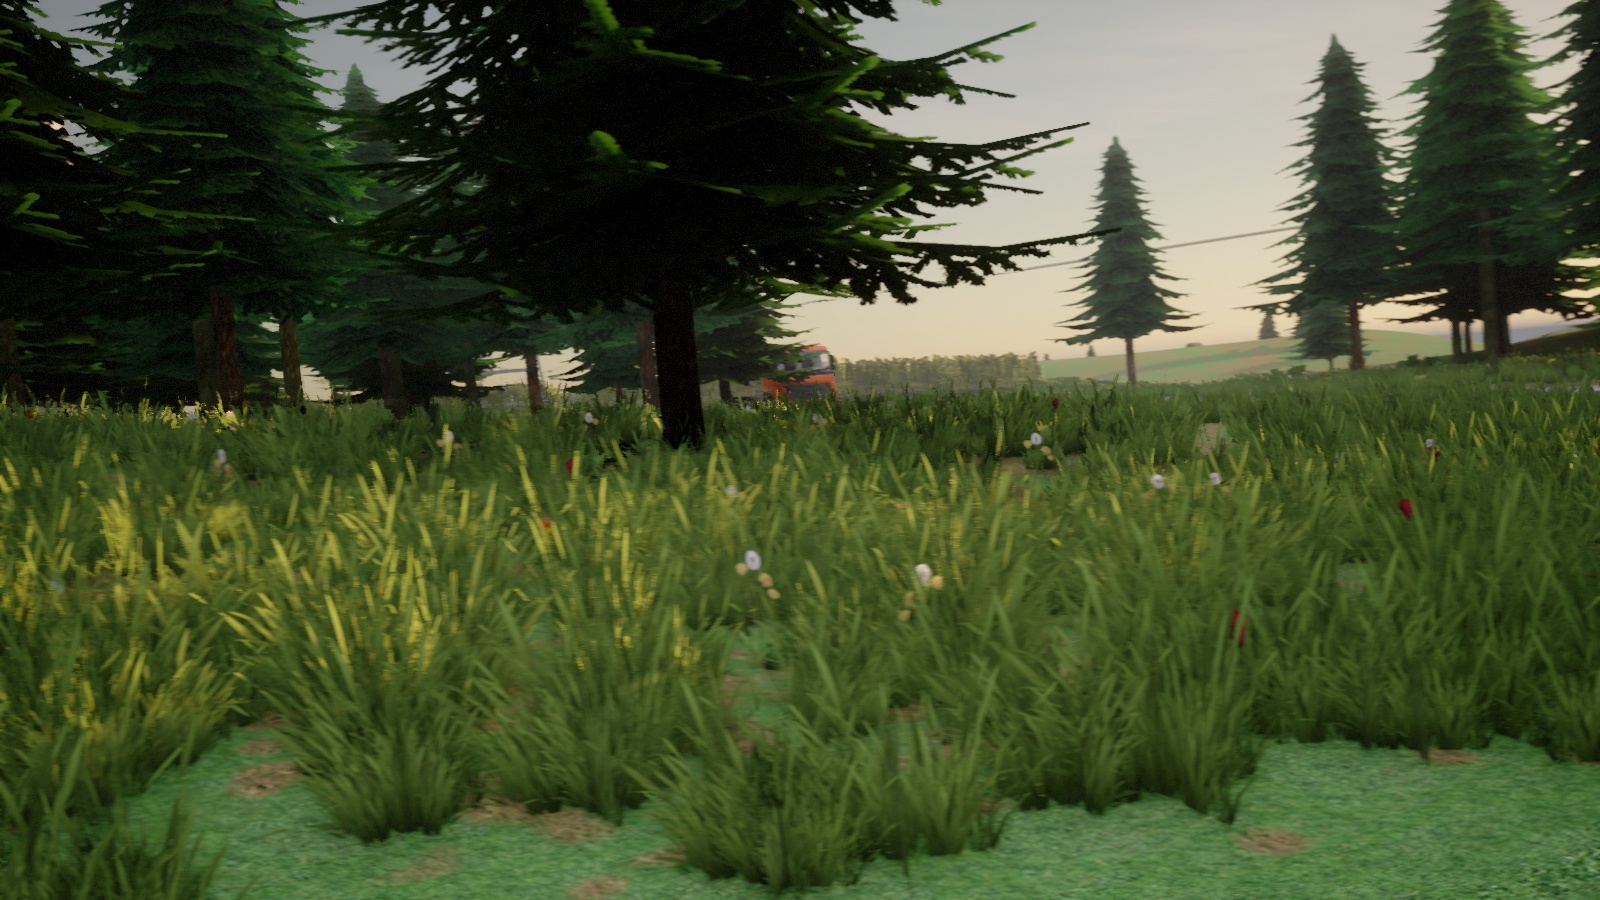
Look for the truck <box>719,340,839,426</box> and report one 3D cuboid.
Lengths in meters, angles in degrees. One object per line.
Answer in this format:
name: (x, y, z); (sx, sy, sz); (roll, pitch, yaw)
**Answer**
truck: (-1.154, -3.066, 59.527); (2.891, 3.462, 7.936); (-7, 3, -20)
